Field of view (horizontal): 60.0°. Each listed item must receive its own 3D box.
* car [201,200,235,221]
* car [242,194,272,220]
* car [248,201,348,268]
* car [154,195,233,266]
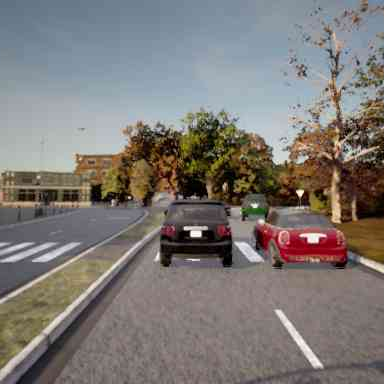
[{"bbox_3d":[2.372,1.520,28.779,2.128,1.511,4.902,0,-1,14],"label":"car"},{"bbox_3d":[5.370,1.222,27.620,2.150,2.045,5.566,-1,-1,13],"label":"car"},{"bbox_3d":[3.421,1.350,11.383,2.097,1.767,4.553,0,0,1],"label":"car"},{"bbox_3d":[0.167,1.221,11.667,2.150,2.045,5.566,0,0,1],"label":"car"}]
